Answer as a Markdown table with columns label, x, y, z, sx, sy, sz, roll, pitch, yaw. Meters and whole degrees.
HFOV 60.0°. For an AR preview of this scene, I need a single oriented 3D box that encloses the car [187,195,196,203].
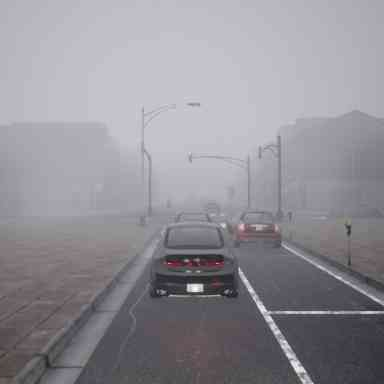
| label | x | y | z | sx | sy | sz | roll | pitch | yaw |
| --- | --- | --- | --- | --- | --- | --- | --- | --- | --- |
| car | -0.188 | 1.676 | 82.617 | 2.150 | 2.045 | 5.566 | 0 | -1 | 0 |

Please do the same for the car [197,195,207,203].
| label | x | y | z | sx | sy | sz | roll | pitch | yaw |
| --- | --- | --- | --- | --- | --- | --- | --- | --- | --- |
| car | 2.477 | 1.735 | 79.726 | 2.192 | 1.841 | 5.009 | 1 | -1 | 0 |

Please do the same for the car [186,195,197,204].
| label | x | y | z | sx | sy | sz | roll | pitch | yaw |
| --- | --- | --- | --- | --- | --- | --- | --- | --- | --- |
| car | -0.151 | 1.570 | 72.208 | 2.150 | 2.045 | 5.566 | 0 | -1 | 0 |

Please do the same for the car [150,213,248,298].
| label | x | y | z | sx | sy | sz | roll | pitch | yaw |
| --- | --- | --- | --- | --- | --- | --- | --- | --- | --- |
| car | 0.020 | 1.512 | 8.515 | 1.837 | 1.490 | 4.892 | 0 | 0 | -1 |

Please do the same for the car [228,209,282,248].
| label | x | y | z | sx | sy | sz | roll | pitch | yaw |
| --- | --- | --- | --- | --- | --- | --- | --- | --- | --- |
| car | 2.626 | 1.457 | 14.915 | 1.967 | 1.590 | 4.097 | 2 | 0 | 0 |

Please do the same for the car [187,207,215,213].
| label | x | y | z | sx | sy | sz | roll | pitch | yaw |
| --- | --- | --- | --- | --- | --- | --- | --- | --- | --- |
| car | 0.056 | 1.619 | 15.995 | 1.895 | 1.301 | 4.718 | 0 | 0 | 0 |

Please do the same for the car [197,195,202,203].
| label | x | y | z | sx | sy | sz | roll | pitch | yaw |
| --- | --- | --- | --- | --- | --- | --- | --- | --- | --- |
| car | 2.509 | 1.830 | 63.411 | 1.947 | 1.339 | 4.313 | 1 | -1 | 0 |

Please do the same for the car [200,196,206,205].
| label | x | y | z | sx | sy | sz | roll | pitch | yaw |
| --- | --- | --- | --- | --- | --- | --- | --- | --- | --- |
| car | 2.547 | 1.705 | 47.099 | 1.947 | 1.339 | 4.313 | 1 | 0 | 0 |

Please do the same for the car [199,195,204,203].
| label | x | y | z | sx | sy | sz | roll | pitch | yaw |
| --- | --- | --- | --- | --- | --- | --- | --- | --- | --- |
| car | 2.535 | 1.703 | 52.706 | 1.752 | 1.417 | 4.829 | 1 | 0 | 0 |

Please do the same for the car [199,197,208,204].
| label | x | y | z | sx | sy | sz | roll | pitch | yaw |
| --- | --- | --- | --- | --- | --- | --- | --- | --- | --- |
| car | 2.485 | 1.892 | 74.456 | 1.752 | 1.417 | 4.829 | 1 | -1 | 0 |

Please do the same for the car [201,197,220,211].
| label | x | y | z | sx | sy | sz | roll | pitch | yaw |
| --- | --- | --- | --- | --- | --- | --- | --- | --- | --- |
| car | 2.560 | 1.672 | 41.662 | 1.947 | 1.339 | 4.313 | 1 | 0 | 0 |

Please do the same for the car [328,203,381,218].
| label | x | y | z | sx | sy | sz | roll | pitch | yaw |
| --- | --- | --- | --- | --- | --- | --- | --- | --- | --- |
| car | 14.496 | 1.631 | 29.770 | 4.181 | 1.385 | 1.994 | 0 | -2 | 0 |
